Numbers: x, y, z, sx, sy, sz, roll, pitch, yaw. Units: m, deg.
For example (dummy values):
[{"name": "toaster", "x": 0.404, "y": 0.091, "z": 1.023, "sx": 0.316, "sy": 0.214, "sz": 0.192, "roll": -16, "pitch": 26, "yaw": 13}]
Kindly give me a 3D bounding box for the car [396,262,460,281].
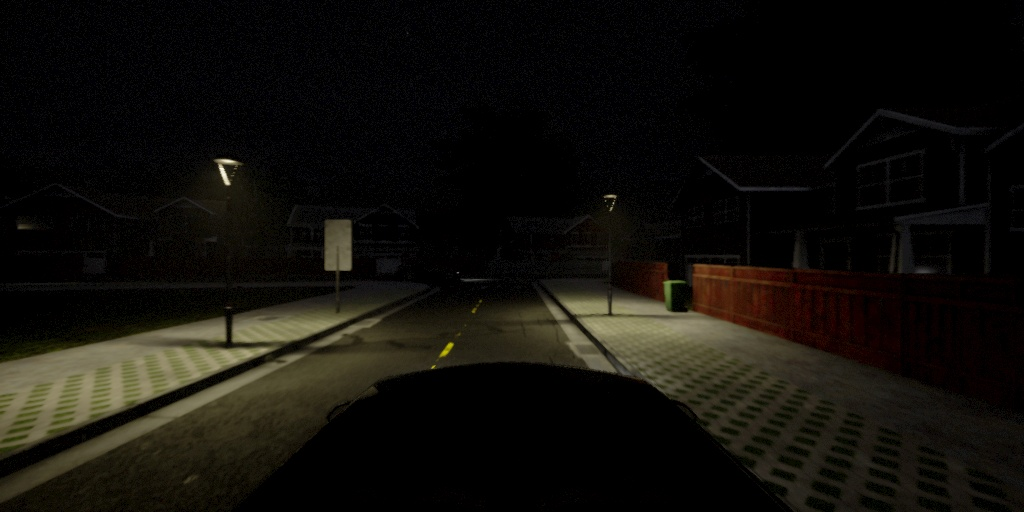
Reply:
[{"name": "car", "x": -6.549, "y": 1.202, "z": 28.098, "sx": 4.892, "sy": 1.490, "sz": 1.837, "roll": 1, "pitch": 0, "yaw": -20}]
